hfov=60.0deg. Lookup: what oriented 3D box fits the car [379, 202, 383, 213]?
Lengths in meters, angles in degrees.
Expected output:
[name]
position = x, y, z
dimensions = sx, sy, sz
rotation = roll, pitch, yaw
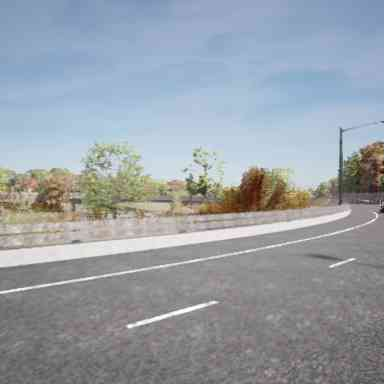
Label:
[car]
position = 26.909, 2.082, 45.556
dimensions = 2.128, 1.511, 4.902
rotation = 0, 0, 24
